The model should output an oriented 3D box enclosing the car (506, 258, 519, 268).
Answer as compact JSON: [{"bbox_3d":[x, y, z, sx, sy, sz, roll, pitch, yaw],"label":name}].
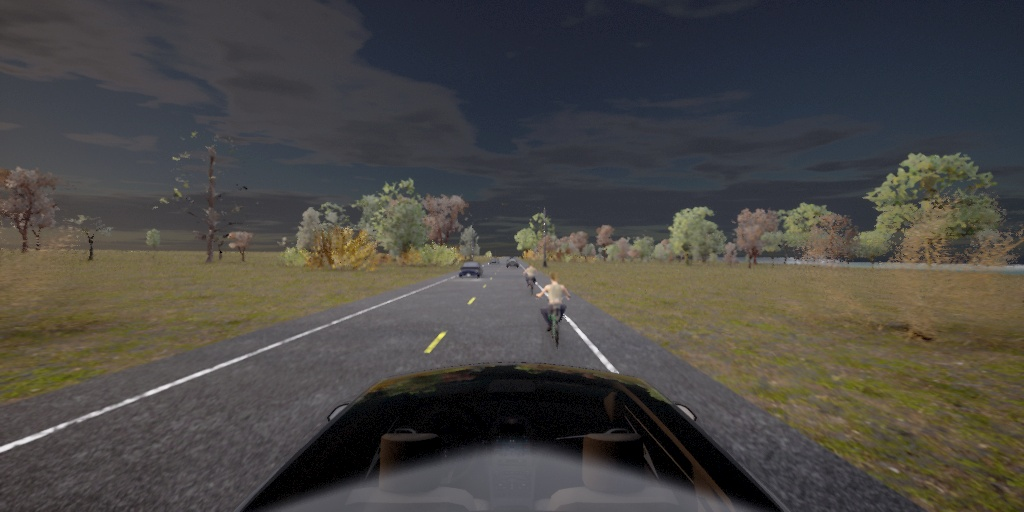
[{"bbox_3d":[0.087,1.104,57.137,1.812,1.442,4.674,0,0,0],"label":"car"}]

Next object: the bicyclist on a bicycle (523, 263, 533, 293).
[{"bbox_3d":[0.970,1.136,18.146,0.866,1.612,1.509,0,0,0],"label":"bicyclist on a bicycle"}]

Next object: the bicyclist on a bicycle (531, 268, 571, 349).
[{"bbox_3d":[0.952,1.167,8.132,0.866,1.612,1.509,0,0,0],"label":"bicyclist on a bicycle"}]

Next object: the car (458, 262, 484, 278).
[{"bbox_3d":[-3.603,1.204,32.400,2.033,1.411,5.357,0,0,0],"label":"car"}]
